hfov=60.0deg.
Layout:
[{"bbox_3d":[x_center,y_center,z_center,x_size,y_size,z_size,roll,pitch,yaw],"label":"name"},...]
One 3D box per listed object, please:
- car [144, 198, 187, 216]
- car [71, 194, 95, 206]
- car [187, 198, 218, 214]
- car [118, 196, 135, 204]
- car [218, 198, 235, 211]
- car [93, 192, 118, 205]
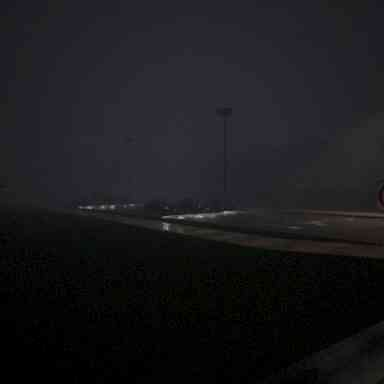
[{"bbox_3d":[-2.825,1.338,30.767,1.812,1.442,4.674,-1,1,-36],"label":"car"},{"bbox_3d":[-16.699,1.412,50.076,1.895,1.301,4.718,-1,0,-35],"label":"car"},{"bbox_3d":[0.081,1.296,32.722,1.812,1.442,4.674,-1,1,-36],"label":"car"},{"bbox_3d":[-11.111,1.328,54.297,1.895,1.301,4.718,-1,0,-35],"label":"car"},{"bbox_3d":[2.564,1.292,35.233,1.994,1.385,4.181,-1,1,-36],"label":"car"},{"bbox_3d":[-14.183,0.992,52.572,2.150,2.045,5.566,-1,0,-36],"label":"car"}]
